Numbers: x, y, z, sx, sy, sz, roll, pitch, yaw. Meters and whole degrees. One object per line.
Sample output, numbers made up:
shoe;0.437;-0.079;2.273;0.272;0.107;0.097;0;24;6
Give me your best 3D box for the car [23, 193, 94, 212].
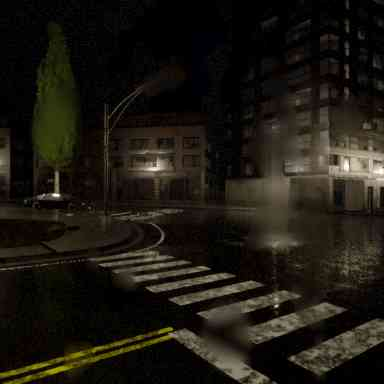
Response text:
car;-10.534;0.787;26.305;5.357;1.411;2.033;1;0;11
